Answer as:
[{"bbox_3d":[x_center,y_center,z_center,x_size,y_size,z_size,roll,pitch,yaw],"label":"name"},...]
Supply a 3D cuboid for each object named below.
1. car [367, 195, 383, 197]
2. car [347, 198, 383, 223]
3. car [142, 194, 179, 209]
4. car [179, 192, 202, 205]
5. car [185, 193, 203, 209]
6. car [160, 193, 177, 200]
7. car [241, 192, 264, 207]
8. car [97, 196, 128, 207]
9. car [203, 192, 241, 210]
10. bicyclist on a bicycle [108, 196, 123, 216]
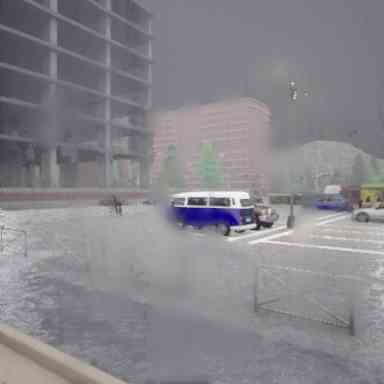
[{"bbox_3d":[15.861,1.136,26.471,4.605,1.855,1.932,0,0,36],"label":"car"},{"bbox_3d":[12.644,1.379,21.913,3.806,1.475,1.970,0,0,36],"label":"car"},{"bbox_3d":[-4.677,1.291,47.423,2.033,1.411,5.357,0,0,35],"label":"car"},{"bbox_3d":[-0.954,1.052,58.582,2.128,1.511,4.902,0,0,35],"label":"car"},{"bbox_3d":[1.707,1.257,50.147,2.128,1.511,4.902,0,0,36],"label":"car"},{"bbox_3d":[-5.593,0.964,78.297,1.851,1.617,3.988,0,0,36],"label":"car"},{"bbox_3d":[10.503,1.278,56.593,2.128,1.511,4.902,0,0,35],"label":"car"},{"bbox_3d":[-10.701,1.285,44.987,1.994,1.385,4.181,0,0,35],"label":"car"},{"bbox_3d":[4.382,1.010,47.880,2.150,2.045,5.566,0,0,36],"label":"car"},{"bbox_3d":[-6.096,1.118,26.439,1.656,1.620,0.582,0,0,35],"label":"bicyclist on a bicycle"}]
